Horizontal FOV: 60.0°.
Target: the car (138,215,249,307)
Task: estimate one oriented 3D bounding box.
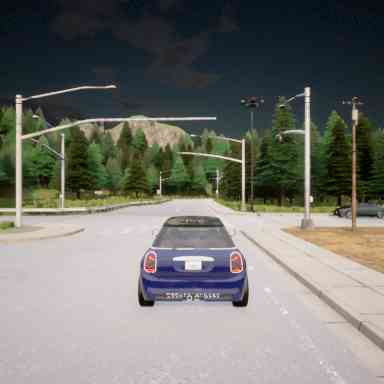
[{"bbox_3d":[0.042,1.349,8.150,2.097,1.767,4.553,0,0,0],"label":"car"}]

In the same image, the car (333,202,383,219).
[{"bbox_3d":[14.515,1.591,28.770,4.181,1.385,1.994,0,0,1],"label":"car"}]
